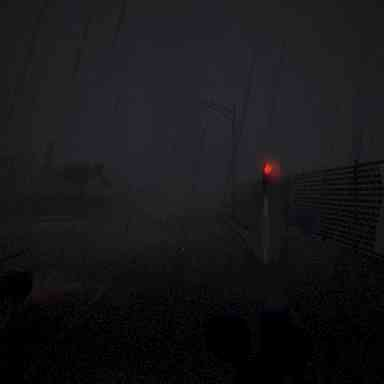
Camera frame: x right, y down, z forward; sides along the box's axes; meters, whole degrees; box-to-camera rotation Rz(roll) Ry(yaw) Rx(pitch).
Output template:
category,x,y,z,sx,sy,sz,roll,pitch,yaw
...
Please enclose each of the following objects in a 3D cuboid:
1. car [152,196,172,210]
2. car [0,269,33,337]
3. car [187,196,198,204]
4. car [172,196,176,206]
category,x,y,z,sx,sy,sz,roll,pitch,yaw
car,-4.029,1.564,43.362,1.994,1.385,4.181,0,0,0
car,-3.904,1.601,3.818,1.895,1.301,4.718,0,0,3
car,0.101,1.505,63.160,1.837,1.490,4.892,0,0,0
car,-4.007,1.478,53.433,1.882,1.535,5.008,0,0,0
